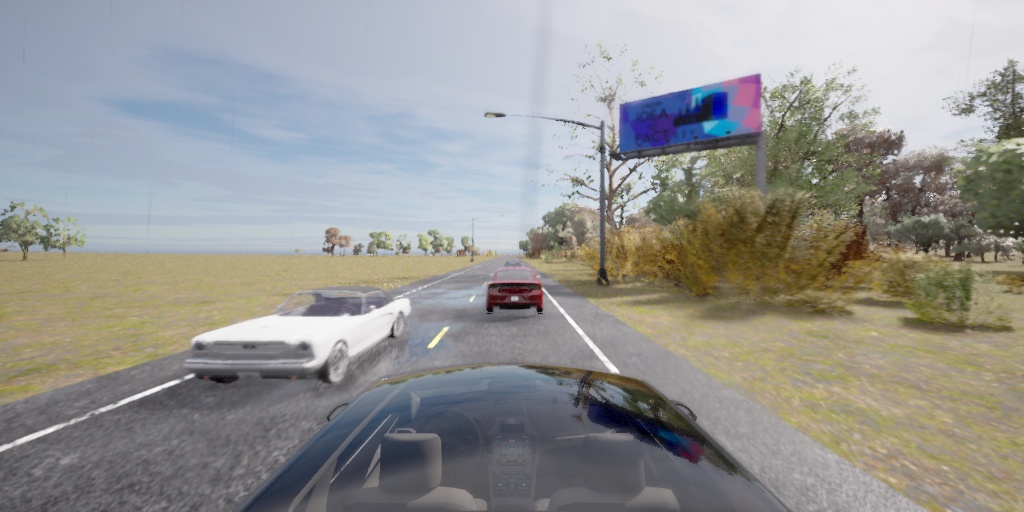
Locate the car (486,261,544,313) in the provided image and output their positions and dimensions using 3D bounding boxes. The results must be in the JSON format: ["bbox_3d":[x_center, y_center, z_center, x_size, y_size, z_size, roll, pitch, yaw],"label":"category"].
[{"bbox_3d":[0.091,1.137,13.467,1.882,1.535,5.008,0,0,0],"label":"car"}]

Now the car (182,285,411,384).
[{"bbox_3d":[-3.573,1.310,7.093,1.895,1.301,4.718,0,0,0],"label":"car"}]
